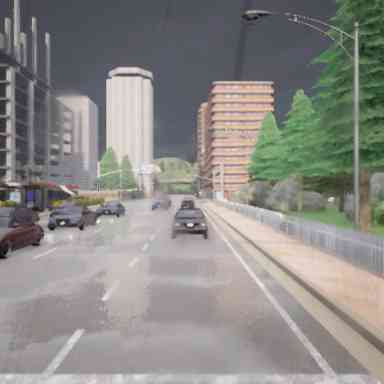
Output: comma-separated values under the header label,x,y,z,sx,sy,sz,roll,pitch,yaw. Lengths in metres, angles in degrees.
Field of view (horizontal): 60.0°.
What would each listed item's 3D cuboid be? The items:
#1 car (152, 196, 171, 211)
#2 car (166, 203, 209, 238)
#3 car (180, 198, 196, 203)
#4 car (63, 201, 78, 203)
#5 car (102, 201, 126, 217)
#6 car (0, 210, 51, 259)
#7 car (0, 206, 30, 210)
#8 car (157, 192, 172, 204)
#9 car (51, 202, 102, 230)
label,x,y,z,sx,sy,sz,roll,pitch,yaw
car,-3.904,1.528,41.320,1.812,1.442,4.674,0,0,-1
car,-0.113,1.546,17.686,2.033,1.411,5.357,0,0,-1
car,-0.517,1.505,44.125,1.837,1.490,4.892,0,1,0
car,-10.906,1.559,30.120,2.033,1.411,5.357,0,0,0
car,-7.413,1.571,30.774,1.994,1.385,4.181,0,0,0
car,-7.243,1.572,12.451,1.994,1.385,4.181,0,0,-1
car,-10.828,1.559,19.567,2.033,1.411,5.357,0,0,-1
car,-4.127,1.354,50.322,2.097,1.767,4.553,0,0,-1
car,-7.338,1.572,20.818,1.994,1.385,4.181,0,0,-1
